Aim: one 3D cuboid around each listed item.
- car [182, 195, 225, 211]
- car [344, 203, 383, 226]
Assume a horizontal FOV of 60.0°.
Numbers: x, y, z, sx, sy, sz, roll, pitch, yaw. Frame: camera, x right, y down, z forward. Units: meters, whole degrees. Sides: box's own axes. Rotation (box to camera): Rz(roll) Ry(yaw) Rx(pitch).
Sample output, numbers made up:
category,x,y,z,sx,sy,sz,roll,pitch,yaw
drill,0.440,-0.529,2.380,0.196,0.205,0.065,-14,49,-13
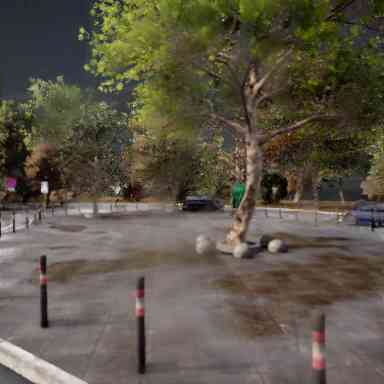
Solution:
category,x,y,z,sx,sy,sz,roll,pitch,yaw
car,1.268,1.116,35.889,4.553,1.767,2.097,0,0,32
car,11.175,1.368,19.473,1.994,1.385,4.181,0,0,-33
